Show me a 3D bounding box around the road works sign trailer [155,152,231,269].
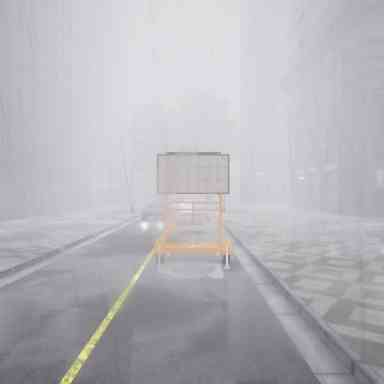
[{"bbox_3d":[0.041,0.466,11.182,2.380,3.560,2.880,0,0,0],"label":"road works sign trailer"}]

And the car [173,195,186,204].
[{"bbox_3d":[-2.764,1.667,67.977,1.895,1.301,4.718,0,0,0],"label":"car"}]

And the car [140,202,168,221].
[{"bbox_3d":[-3.005,1.561,27.549,2.033,1.411,5.357,0,0,0],"label":"car"}]
